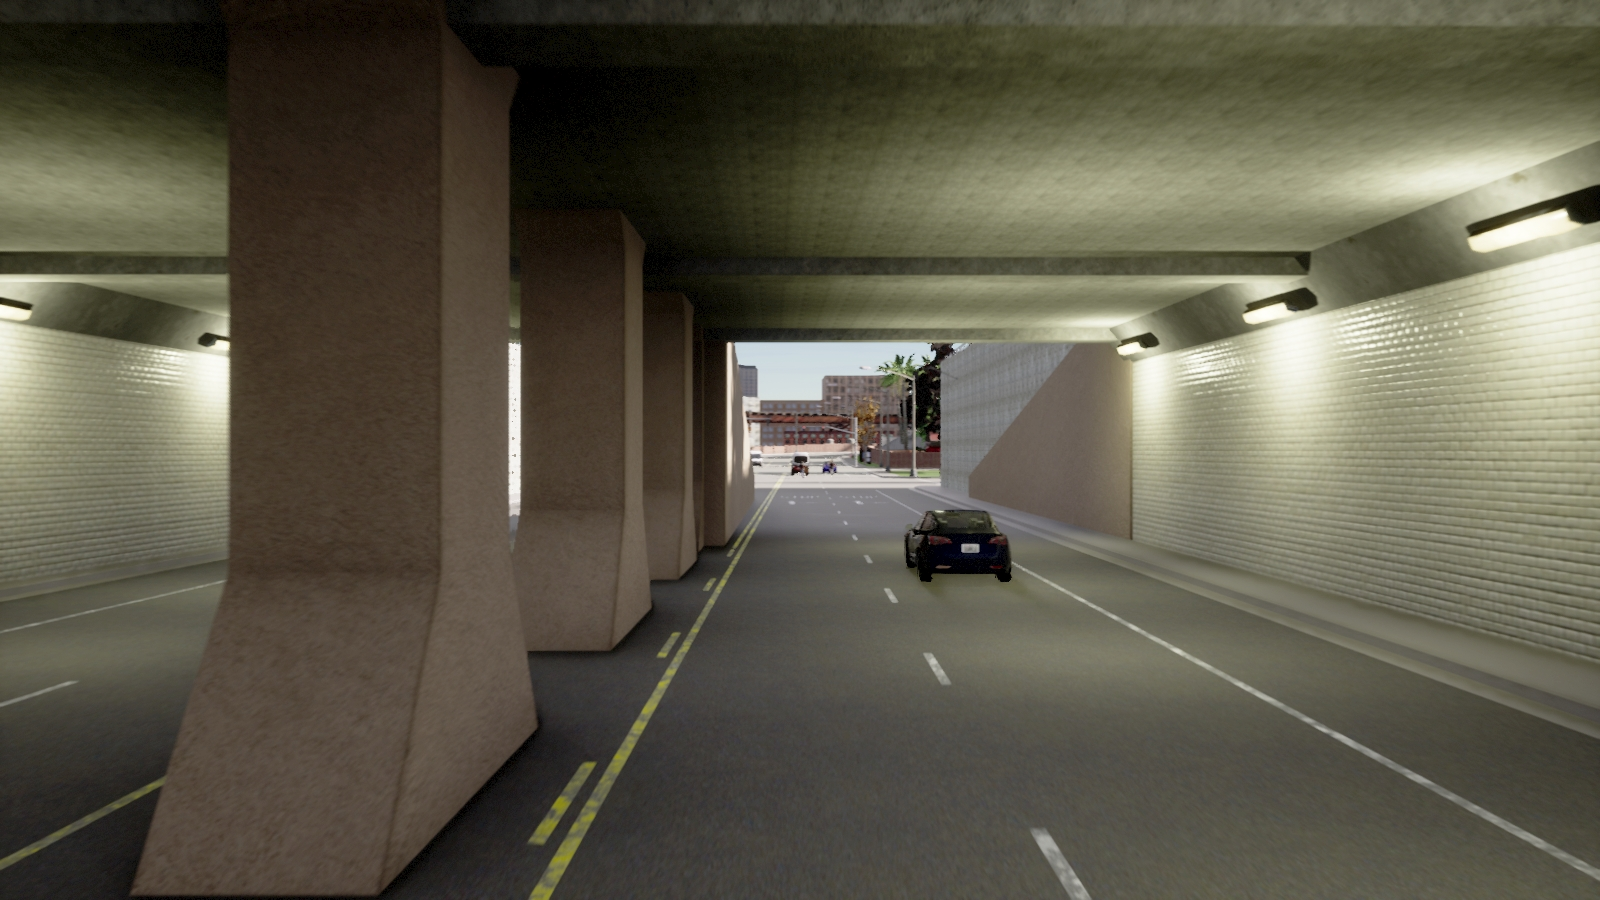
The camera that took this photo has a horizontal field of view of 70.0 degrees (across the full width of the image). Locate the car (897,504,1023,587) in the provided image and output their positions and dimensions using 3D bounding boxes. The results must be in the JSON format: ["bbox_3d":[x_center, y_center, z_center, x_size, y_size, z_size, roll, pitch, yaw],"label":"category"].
[{"bbox_3d":[3.467,2.063,25.750,2.163,1.488,4.792,0,0,0],"label":"car"}]
